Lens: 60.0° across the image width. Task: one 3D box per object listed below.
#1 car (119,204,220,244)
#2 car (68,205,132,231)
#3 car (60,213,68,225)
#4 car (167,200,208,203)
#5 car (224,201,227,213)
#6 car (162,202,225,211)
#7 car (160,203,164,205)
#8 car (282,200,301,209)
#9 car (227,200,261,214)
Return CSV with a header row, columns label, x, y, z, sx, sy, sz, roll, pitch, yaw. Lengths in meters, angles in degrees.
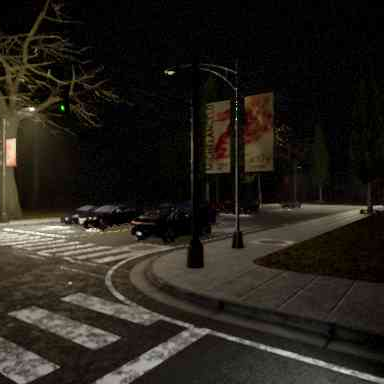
label,x,y,z,sx,sy,sz,roll,pitch,yaw
car,-0.898,1.590,16.409,2.128,1.511,4.902,0,0,35
car,-5.217,1.601,21.916,2.128,1.511,4.902,0,0,35
car,-7.431,1.679,24.433,1.994,1.385,4.181,0,0,36
car,0.022,1.508,29.381,2.097,1.767,4.553,0,0,35
car,4.352,1.827,41.203,1.895,1.301,4.718,0,0,35
car,0.225,1.657,23.688,1.812,1.442,4.674,0,0,35
car,-2.112,1.709,31.987,2.033,1.411,5.357,0,0,35
car,15.256,1.906,50.926,1.812,1.442,4.674,0,-1,35
car,6.305,1.721,38.328,1.837,1.490,4.892,0,0,35
